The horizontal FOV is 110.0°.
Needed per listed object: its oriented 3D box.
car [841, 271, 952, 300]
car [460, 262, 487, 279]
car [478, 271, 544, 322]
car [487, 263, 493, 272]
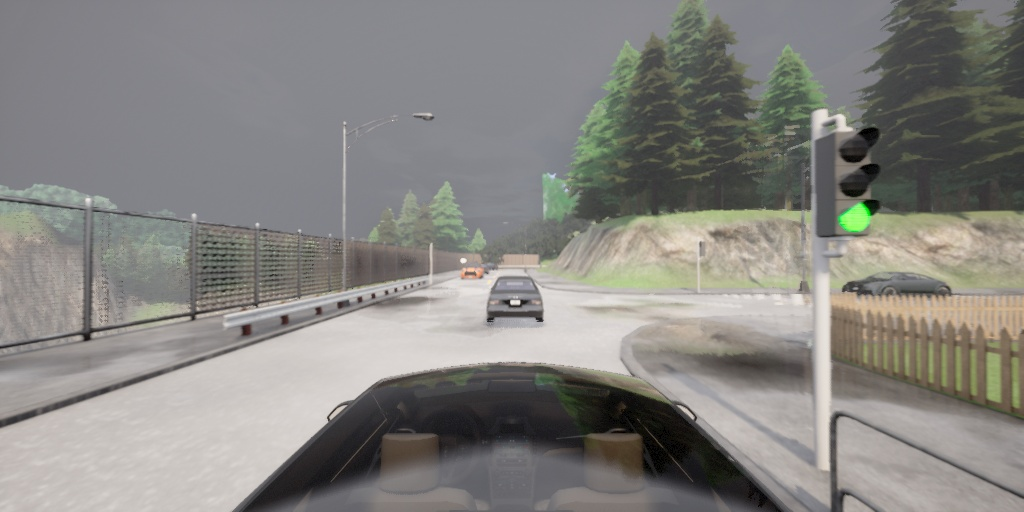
[{"bbox_3d":[19.629,1.494,18.429,4.181,1.385,1.994,0,-1,0],"label":"car"},{"bbox_3d":[-4.095,1.484,37.488,2.097,1.767,4.553,0,-1,0],"label":"car"},{"bbox_3d":[0.096,1.417,12.860,2.033,1.411,5.357,0,-1,0],"label":"car"},{"bbox_3d":[-4.080,1.802,49.000,2.033,1.411,5.357,0,-1,0],"label":"car"}]
